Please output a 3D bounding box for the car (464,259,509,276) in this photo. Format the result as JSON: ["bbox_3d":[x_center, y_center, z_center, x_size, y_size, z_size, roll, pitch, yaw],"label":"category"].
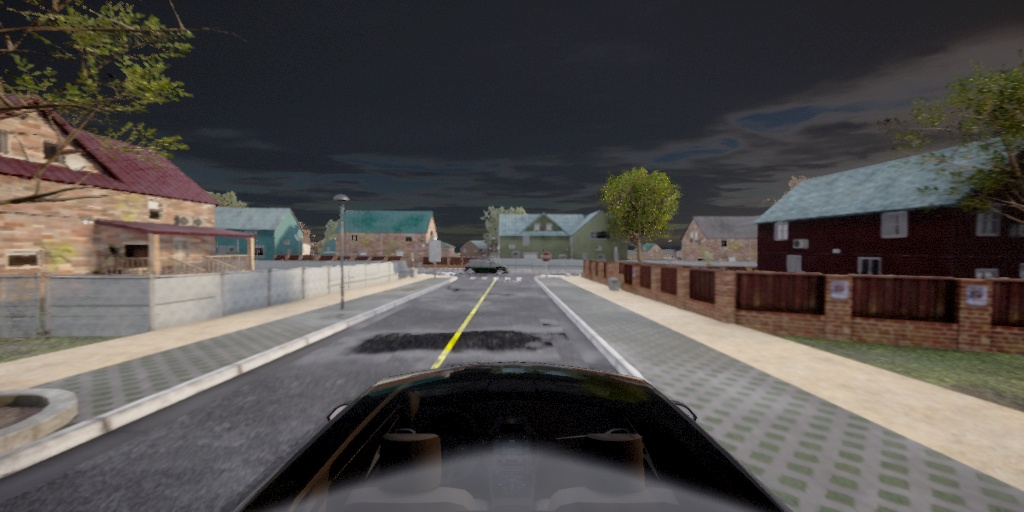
[{"bbox_3d":[-2.566,1.059,36.557,4.553,1.767,2.097,1,1,-1],"label":"car"}]
